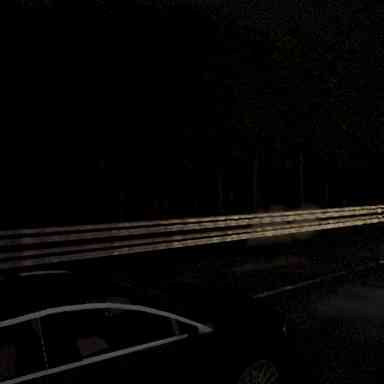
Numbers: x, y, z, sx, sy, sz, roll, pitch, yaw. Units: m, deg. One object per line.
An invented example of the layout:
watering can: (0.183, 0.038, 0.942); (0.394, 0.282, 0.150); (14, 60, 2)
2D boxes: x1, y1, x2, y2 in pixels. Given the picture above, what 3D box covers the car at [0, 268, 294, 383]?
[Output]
car: (-1.120, 1.486, 2.950); (4.902, 1.511, 2.128); (-1, 0, -36)
